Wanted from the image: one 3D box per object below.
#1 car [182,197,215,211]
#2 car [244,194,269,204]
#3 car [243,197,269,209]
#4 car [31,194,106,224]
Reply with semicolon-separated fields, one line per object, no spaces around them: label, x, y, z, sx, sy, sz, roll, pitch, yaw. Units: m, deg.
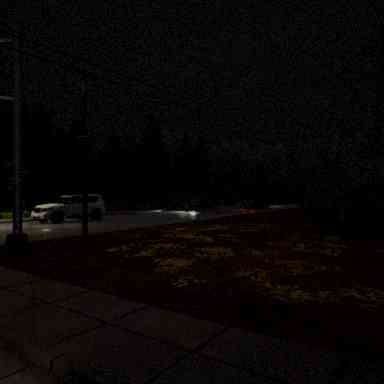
car;0.789;1.424;38.827;1.837;1.490;4.892;0;0;37
car;9.894;1.049;50.973;1.895;1.301;4.718;0;0;37
car;8.344;1.360;42.830;2.128;1.511;4.902;0;0;37
car;-9.204;1.222;25.350;2.150;2.045;5.566;0;1;37
